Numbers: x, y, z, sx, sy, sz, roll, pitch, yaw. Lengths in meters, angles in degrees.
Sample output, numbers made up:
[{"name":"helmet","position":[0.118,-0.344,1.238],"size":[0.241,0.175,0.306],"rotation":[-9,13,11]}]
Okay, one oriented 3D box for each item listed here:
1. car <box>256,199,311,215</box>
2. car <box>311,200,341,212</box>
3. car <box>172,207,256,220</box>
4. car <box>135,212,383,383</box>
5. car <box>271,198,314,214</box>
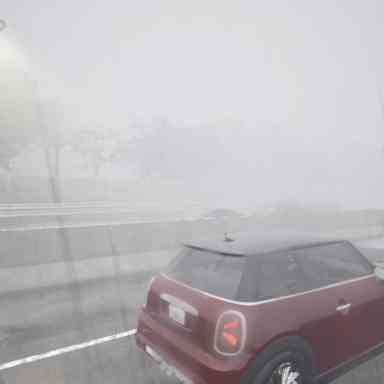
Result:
[{"name":"car","position":[6.815,1.358,25.978],"size":[4.553,1.767,2.097],"rotation":[0,0,-35]},{"name":"car","position":[13.407,1.563,34.790],"size":[5.357,1.411,2.033],"rotation":[0,0,-35]},{"name":"car","position":[0.932,1.528,17.529],"size":[4.674,1.442,1.812],"rotation":[0,0,-35]},{"name":"car","position":[1.568,1.353,4.856],"size":[4.553,1.767,2.097],"rotation":[0,0,-35]},{"name":"car","position":[11.087,1.506,36.642],"size":[4.902,1.511,2.128],"rotation":[0,0,-38]}]
